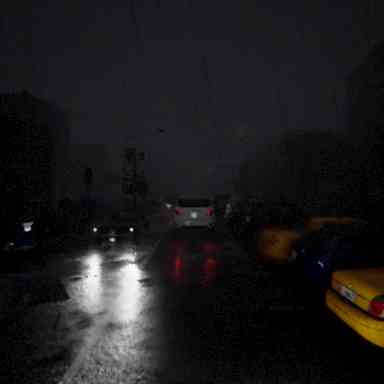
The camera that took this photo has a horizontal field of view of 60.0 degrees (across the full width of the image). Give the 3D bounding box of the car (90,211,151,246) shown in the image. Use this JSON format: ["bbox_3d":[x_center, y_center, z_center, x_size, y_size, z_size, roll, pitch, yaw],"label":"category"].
[{"bbox_3d":[-3.098,1.561,15.223,1.895,1.301,4.718,0,0,0],"label":"car"}]

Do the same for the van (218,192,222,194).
[{"bbox_3d":[4.770,1.161,35.589,4.442,1.987,1.878,0,0,0],"label":"van"}]

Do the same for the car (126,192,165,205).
[{"bbox_3d":[-7.703,1.090,53.403,5.566,2.045,2.435,0,0,0],"label":"car"}]

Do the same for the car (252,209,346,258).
[{"bbox_3d":[4.836,1.449,10.448,5.366,1.575,1.946,0,0,0],"label":"car"}]

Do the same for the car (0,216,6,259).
[{"bbox_3d":[-7.494,1.458,7.506,5.366,1.575,1.946,0,0,0],"label":"car"}]

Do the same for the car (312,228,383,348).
[{"bbox_3d":[4.836,1.463,4.860,5.366,1.575,1.946,0,0,0],"label":"car"}]

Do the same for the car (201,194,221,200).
[{"bbox_3d":[4.652,1.231,83.095,4.892,1.521,2.231,0,1,0],"label":"car"}]

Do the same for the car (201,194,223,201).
[{"bbox_3d":[4.664,1.278,77.492,4.892,1.521,2.231,0,0,0],"label":"car"}]

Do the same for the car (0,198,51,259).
[{"bbox_3d":[-7.708,1.203,10.171,5.566,2.045,2.435,0,0,0],"label":"car"}]

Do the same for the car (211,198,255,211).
[{"bbox_3d":[4.682,1.409,38.386,4.792,1.488,2.163,0,0,0],"label":"car"}]

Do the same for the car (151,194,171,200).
[{"bbox_3d":[-7.677,1.238,82.682,5.008,1.535,2.097,0,1,0],"label":"car"}]

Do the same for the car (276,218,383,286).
[{"bbox_3d":[4.679,1.489,7.655,4.792,1.488,2.163,0,0,0],"label":"car"}]

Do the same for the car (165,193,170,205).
[{"bbox_3d":[-3.055,1.204,56.910,2.097,1.767,4.553,0,0,0],"label":"car"}]

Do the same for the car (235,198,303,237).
[{"bbox_3d":[4.619,1.312,16.036,4.553,1.767,2.185,0,0,0],"label":"car"}]

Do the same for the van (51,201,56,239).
[{"bbox_3d":[-7.796,1.221,12.962,4.442,1.987,1.878,0,0,0],"label":"van"}]

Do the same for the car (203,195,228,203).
[{"bbox_3d":[4.651,1.306,66.321,5.008,1.535,2.097,0,0,0],"label":"car"}]

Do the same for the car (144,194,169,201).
[{"bbox_3d":[-7.857,1.285,73.970,5.366,1.575,1.946,0,0,0],"label":"car"}]

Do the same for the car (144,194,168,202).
[{"bbox_3d":[-7.679,1.297,70.907,4.892,1.521,2.231,0,0,0],"label":"car"}]

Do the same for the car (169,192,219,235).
[{"bbox_3d":[0.102,1.172,18.703,2.150,2.045,5.566,0,0,0],"label":"car"}]

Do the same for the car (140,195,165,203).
[{"bbox_3d":[-7.702,1.340,65.156,4.792,1.488,2.163,0,0,0],"label":"car"}]

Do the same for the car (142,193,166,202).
[{"bbox_3d":[-7.704,1.177,68.094,4.553,1.767,2.185,0,0,0],"label":"car"}]

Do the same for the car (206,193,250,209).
[{"bbox_3d":[4.682,1.113,43.972,5.566,2.045,2.435,0,0,0],"label":"car"}]

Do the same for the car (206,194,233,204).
[{"bbox_3d":[4.687,1.202,58.064,4.553,1.767,2.185,0,0,0],"label":"car"}]

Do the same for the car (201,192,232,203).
[{"bbox_3d":[4.628,1.062,63.526,5.566,2.045,2.435,0,0,0],"label":"car"}]

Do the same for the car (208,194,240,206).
[{"bbox_3d":[4.687,1.224,49.557,4.553,1.767,2.185,0,0,0],"label":"car"}]

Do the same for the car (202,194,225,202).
[{"bbox_3d":[4.651,1.292,72.032,4.892,1.521,2.231,0,0,0],"label":"car"}]

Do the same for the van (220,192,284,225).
[{"bbox_3d":[4.536,1.190,24.415,4.442,1.987,1.878,0,0,0],"label":"van"}]

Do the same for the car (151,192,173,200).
[{"bbox_3d":[-7.643,0.931,85.622,5.566,2.045,2.435,0,1,0],"label":"car"}]

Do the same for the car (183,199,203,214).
[{"bbox_3d":[0.103,1.471,35.545,1.994,1.385,4.181,0,0,0],"label":"car"}]

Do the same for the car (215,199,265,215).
[{"bbox_3d":[4.651,1.434,32.796,4.674,1.452,2.002,0,0,0],"label":"car"}]

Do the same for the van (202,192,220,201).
[{"bbox_3d":[4.542,1.038,80.285,4.442,1.987,1.878,0,1,0],"label":"van"}]

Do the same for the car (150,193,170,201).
[{"bbox_3d":[-7.641,1.142,79.851,4.553,1.767,2.185,0,0,0],"label":"car"}]

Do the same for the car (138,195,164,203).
[{"bbox_3d":[-7.671,1.358,62.217,4.674,1.452,2.002,0,0,0],"label":"car"}]

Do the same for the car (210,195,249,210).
[{"bbox_3d":[4.623,1.246,41.177,4.553,1.767,2.185,0,0,0],"label":"car"}]
